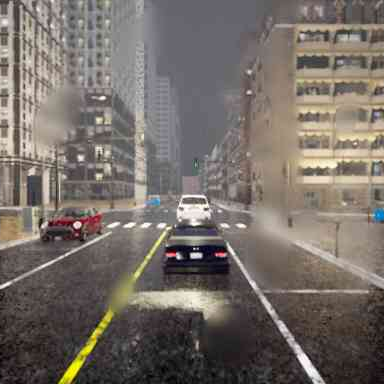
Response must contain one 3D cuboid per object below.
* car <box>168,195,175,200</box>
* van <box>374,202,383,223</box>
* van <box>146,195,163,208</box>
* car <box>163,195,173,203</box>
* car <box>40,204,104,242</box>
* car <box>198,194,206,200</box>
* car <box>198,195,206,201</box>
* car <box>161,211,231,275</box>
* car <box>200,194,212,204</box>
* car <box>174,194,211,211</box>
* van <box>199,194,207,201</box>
[{"bbox_3d":[-5.699,1.580,92.844,1.752,1.417,4.829,0,0,0],"label":"car"},{"bbox_3d":[16.927,1.708,26.867,3.998,1.788,1.690,1,-1,0],"label":"van"},{"bbox_3d":[-5.695,1.357,48.607,1.690,1.788,3.998,0,0,0],"label":"van"},{"bbox_3d":[-5.697,1.558,70.641,1.752,1.417,4.829,0,0,0],"label":"car"},{"bbox_3d":[-5.693,1.443,16.133,1.967,1.590,4.097,0,0,0],"label":"car"},{"bbox_3d":[2.681,1.369,93.016,2.192,1.841,5.009,0,0,0],"label":"car"},{"bbox_3d":[2.682,1.599,87.465,2.008,1.369,4.403,0,0,0],"label":"car"},{"bbox_3d":[0.099,1.549,10.377,2.033,1.411,5.357,0,0,0],"label":"car"},{"bbox_3d":[2.684,1.343,65.262,2.192,1.841,5.009,0,0,0],"label":"car"},{"bbox_3d":[0.114,1.242,23.387,2.150,2.045,5.566,1,0,0],"label":"car"},{"bbox_3d":[2.682,1.384,81.914,1.690,1.788,3.998,0,0,0],"label":"van"}]
